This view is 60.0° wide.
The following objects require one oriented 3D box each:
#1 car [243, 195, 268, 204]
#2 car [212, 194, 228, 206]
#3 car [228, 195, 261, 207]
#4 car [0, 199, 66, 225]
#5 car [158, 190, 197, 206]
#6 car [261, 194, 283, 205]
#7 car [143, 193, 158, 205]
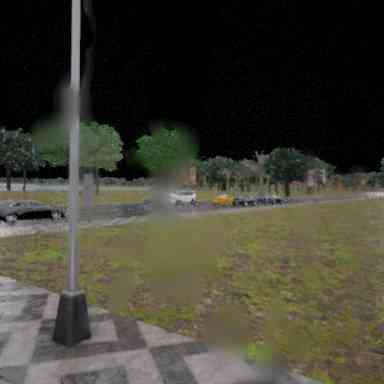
[{"bbox_3d":[10.880,1.188,56.412,2.033,1.411,5.357,1,1,36],"label":"car"},{"bbox_3d":[4.811,1.119,47.917,1.882,1.535,5.008,1,1,36],"label":"car"},{"bbox_3d":[7.284,1.211,45.795,1.837,1.490,4.892,1,1,36],"label":"car"},{"bbox_3d":[-10.501,1.196,21.243,2.128,1.511,4.902,1,1,36],"label":"car"},{"bbox_3d":[-1.568,0.793,44.855,2.150,2.045,5.566,1,1,36],"label":"car"},{"bbox_3d":[13.014,1.058,53.811,2.097,1.767,4.553,1,1,36],"label":"car"},{"bbox_3d":[-4.706,0.860,46.062,2.097,1.767,4.553,1,1,36],"label":"car"}]
